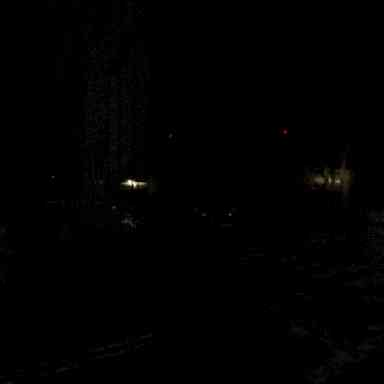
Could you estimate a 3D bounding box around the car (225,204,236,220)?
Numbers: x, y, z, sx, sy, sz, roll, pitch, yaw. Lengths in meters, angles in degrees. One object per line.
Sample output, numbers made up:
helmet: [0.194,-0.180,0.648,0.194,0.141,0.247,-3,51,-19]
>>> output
car: [1.851,1.714,30.002,2.128,1.511,4.902,1,-1,-34]

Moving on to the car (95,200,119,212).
car: [-10.933,1.749,42.565,2.128,1.511,4.902,1,-1,-35]

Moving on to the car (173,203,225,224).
car: [0.220,1.700,26.963,1.812,1.442,4.674,1,0,-37]
